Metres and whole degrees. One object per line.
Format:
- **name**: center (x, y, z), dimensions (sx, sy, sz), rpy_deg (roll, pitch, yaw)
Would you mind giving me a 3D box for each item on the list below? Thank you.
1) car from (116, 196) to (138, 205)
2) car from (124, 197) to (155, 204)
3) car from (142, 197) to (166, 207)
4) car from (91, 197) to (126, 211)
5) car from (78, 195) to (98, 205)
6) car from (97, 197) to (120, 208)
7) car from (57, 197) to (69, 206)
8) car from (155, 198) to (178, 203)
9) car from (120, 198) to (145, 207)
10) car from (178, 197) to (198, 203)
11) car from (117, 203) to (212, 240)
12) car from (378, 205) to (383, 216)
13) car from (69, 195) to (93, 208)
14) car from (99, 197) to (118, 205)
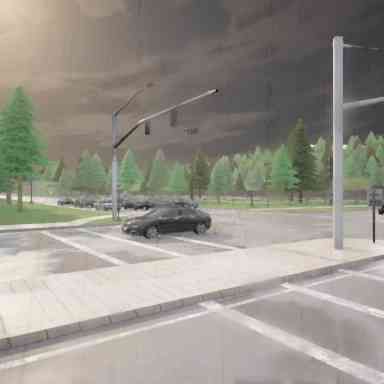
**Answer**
- **car**: center (-12.047, 1.547, 61.274), dimensions (2.033, 1.411, 5.357), rpy_deg (0, 0, -34)
- **car**: center (-7.159, 1.547, 42.050), dimensions (2.033, 1.411, 5.357), rpy_deg (0, 0, -35)
- **car**: center (-6.048, 1.564, 52.676), dimensions (1.994, 1.385, 4.181), rpy_deg (0, 0, -35)
- **car**: center (-10.203, 1.601, 40.296), dimensions (1.895, 1.301, 4.718), rpy_deg (0, 0, -35)
- **car**: center (-18.084, 1.352, 57.671), dimensions (2.097, 1.767, 4.553), rpy_deg (0, 0, -35)
- **car**: center (-12.520, 1.526, 49.702), dimensions (1.812, 1.442, 4.674), rpy_deg (0, 0, -35)
- **car**: center (-21.447, 1.564, 56.376), dimensions (1.994, 1.385, 4.181), rpy_deg (0, 0, -35)
- **car**: center (-4.171, 1.564, 43.887), dimensions (1.994, 1.385, 4.181), rpy_deg (0, 0, -35)
- **car**: center (-9.193, 1.601, 51.051), dimensions (1.895, 1.301, 4.718), rpy_deg (0, 0, -35)
- **car**: center (-0.958, 1.505, 45.402), dimensions (1.837, 1.490, 4.892), rpy_deg (0, 0, -35)
- **car**: center (-1.193, 1.505, 17.198), dimensions (4.892, 1.490, 1.837), rpy_deg (0, 0, -35)
- **car**: center (19.579, 1.478, 31.571), dimensions (5.008, 1.535, 1.882), rpy_deg (0, 0, -35)
- **car**: center (-15.744, 1.547, 48.199), dimensions (2.033, 1.411, 5.357), rpy_deg (0, 0, -35)
- **car**: center (-14.902, 1.564, 59.237), dimensions (1.994, 1.385, 4.181), rpy_deg (0, 0, -35)
